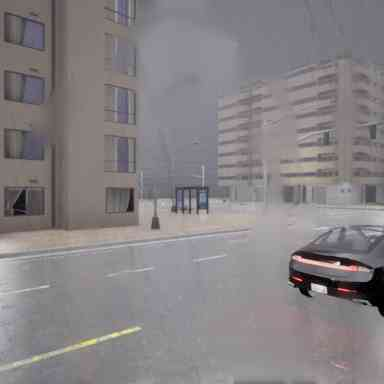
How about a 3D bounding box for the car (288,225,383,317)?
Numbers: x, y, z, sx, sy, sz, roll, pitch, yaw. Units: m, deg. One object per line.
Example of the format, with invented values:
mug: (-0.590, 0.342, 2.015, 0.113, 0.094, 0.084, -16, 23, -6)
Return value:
car: (4.130, 1.492, 7.394, 4.902, 1.511, 2.128, 0, 0, -39)
